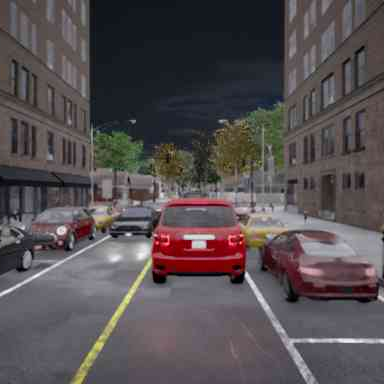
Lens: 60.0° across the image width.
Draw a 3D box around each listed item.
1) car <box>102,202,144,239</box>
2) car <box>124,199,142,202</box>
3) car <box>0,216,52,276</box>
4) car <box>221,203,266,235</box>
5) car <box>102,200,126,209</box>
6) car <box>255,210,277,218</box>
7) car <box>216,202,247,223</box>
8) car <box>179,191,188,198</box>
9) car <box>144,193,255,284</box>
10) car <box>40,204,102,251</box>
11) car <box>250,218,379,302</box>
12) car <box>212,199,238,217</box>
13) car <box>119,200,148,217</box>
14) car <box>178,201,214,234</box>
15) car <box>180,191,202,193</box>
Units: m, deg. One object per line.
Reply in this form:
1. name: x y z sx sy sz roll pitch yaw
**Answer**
1. car: -2.724 1.440 16.992 2.033 1.411 5.357 0 0 0
2. car: -5.207 1.289 24.422 1.967 1.590 4.097 0 0 0
3. car: -5.334 1.499 7.867 2.008 1.369 4.403 0 0 0
4. car: 2.775 1.426 18.845 1.887 1.381 4.507 0 0 0
5. car: -5.251 1.408 18.733 1.752 1.417 4.829 0 0 0
6. car: 2.734 1.439 13.497 1.752 1.417 4.829 0 0 0
7. car: 2.818 1.431 24.363 1.802 1.307 4.206 0 0 0
8. car: -2.374 0.718 94.094 2.150 2.045 5.566 0 0 0
9. car: 0.165 1.160 9.535 2.150 2.045 5.566 0 0 0
10. car: -5.292 1.354 13.384 1.967 1.590 4.097 0 0 0
11. car: 2.691 1.530 7.809 1.802 1.307 4.206 0 0 0
12. car: 2.860 1.382 29.881 1.947 1.339 4.313 0 0 0
13. car: -5.165 1.398 29.941 1.802 1.307 4.206 0 0 0
14. car: 0.245 1.382 19.565 1.837 1.490 4.892 0 0 1
15. car: 0.192 1.040 29.577 2.150 2.045 5.566 0 0 2
